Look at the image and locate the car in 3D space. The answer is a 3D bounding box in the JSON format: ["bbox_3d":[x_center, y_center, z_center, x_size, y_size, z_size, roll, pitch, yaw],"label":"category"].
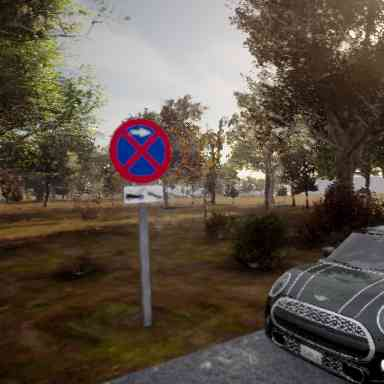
[{"bbox_3d":[3.285,1.350,5.233,4.553,1.767,2.097,0,0,-34],"label":"car"}]
